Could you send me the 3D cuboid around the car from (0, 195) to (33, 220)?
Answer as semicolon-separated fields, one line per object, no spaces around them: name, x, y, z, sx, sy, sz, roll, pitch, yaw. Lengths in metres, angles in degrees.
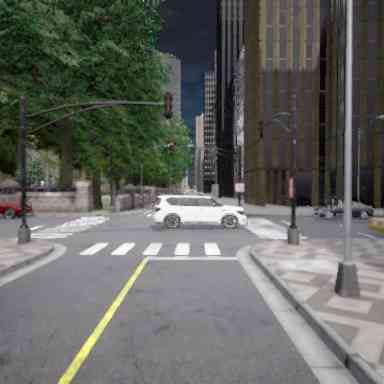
car;-15.027;1.130;25.871;5.009;1.841;2.192;0;1;0

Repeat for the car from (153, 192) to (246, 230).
car;0.438;1.201;20.046;5.566;2.045;2.150;0;0;0

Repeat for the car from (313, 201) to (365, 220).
car;11.638;1.389;25.729;4.403;1.369;2.008;0;1;0

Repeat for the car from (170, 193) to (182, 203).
car;-3.016;1.183;63.984;2.097;1.767;4.553;0;0;0

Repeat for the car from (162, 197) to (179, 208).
car;-3.065;1.403;47.762;2.033;1.411;5.357;0;0;0

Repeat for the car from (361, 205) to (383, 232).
car;11.770;1.556;17.205;4.829;1.417;1.752;0;1;0
